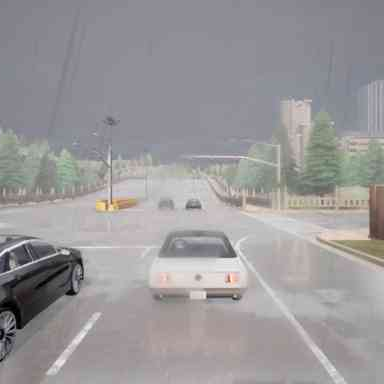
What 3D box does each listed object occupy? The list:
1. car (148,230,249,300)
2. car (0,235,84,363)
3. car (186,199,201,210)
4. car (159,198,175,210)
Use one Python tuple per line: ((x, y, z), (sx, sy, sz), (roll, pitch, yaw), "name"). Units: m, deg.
((0.117, 1.600, 8.311), (1.895, 1.301, 4.718), (0, 0, 0), "car")
((-3.387, 1.491, 5.777), (2.128, 1.511, 4.902), (0, 0, 0), "car")
((0.198, 1.561, 43.896), (1.994, 1.385, 4.181), (0, 0, 0), "car")
((-3.304, 1.502, 43.724), (1.837, 1.490, 4.892), (0, 0, 0), "car")
